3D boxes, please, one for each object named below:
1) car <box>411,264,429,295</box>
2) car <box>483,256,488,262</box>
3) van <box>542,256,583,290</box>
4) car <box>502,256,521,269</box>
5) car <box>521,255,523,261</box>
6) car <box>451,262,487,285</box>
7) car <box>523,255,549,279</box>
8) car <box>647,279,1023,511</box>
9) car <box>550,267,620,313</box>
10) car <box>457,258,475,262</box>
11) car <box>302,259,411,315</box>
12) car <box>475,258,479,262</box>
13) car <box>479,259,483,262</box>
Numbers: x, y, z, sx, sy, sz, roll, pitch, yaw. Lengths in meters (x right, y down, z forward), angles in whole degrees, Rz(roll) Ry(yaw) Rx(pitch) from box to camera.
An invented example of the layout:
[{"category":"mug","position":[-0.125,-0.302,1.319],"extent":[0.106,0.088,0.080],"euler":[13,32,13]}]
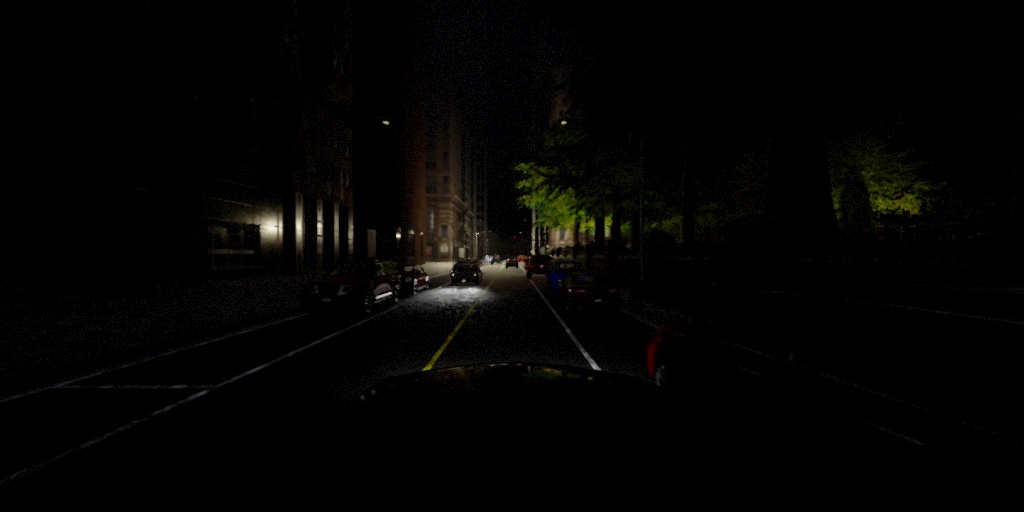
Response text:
[{"category":"car","position":[-5.770,1.160,19.196],"extent":[1.967,1.591,4.097],"euler":[0,0,0]},{"category":"car","position":[-5.788,1.116,63.391],"extent":[1.948,1.339,4.313],"euler":[0,0,0]},{"category":"van","position":[2.755,1.061,19.210],"extent":[1.690,1.789,3.998],"euler":[0,0,0]},{"category":"car","position":[0.000,1.095,52.287],"extent":[2.128,1.511,4.902],"euler":[0,0,0]},{"category":"car","position":[2.744,0.940,46.833],"extent":[2.192,1.841,5.009],"euler":[0,0,0]},{"category":"car","position":[-3.108,1.302,25.408],"extent":[1.895,1.301,4.718],"euler":[0,0,0]},{"category":"car","position":[2.381,0.909,31.558],"extent":[2.150,2.045,5.566],"euler":[0,0,0]},{"category":"car","position":[2.761,1.064,2.634],"extent":[2.192,1.841,5.009],"euler":[0,0,0]},{"category":"car","position":[2.757,1.280,13.686],"extent":[1.888,1.381,4.507],"euler":[0,0,0]},{"category":"car","position":[-5.779,1.198,41.294],"extent":[2.007,1.370,4.403],"euler":[0,0,0]},{"category":"car","position":[-5.768,1.050,13.672],"extent":[2.192,1.841,5.009],"euler":[0,0,0]},{"category":"car","position":[-5.781,1.151,46.649],"extent":[1.751,1.417,4.829],"euler":[0,0,0]},{"category":"car","position":[-5.784,1.042,52.343],"extent":[1.967,1.591,4.097],"euler":[0,0,0]}]
